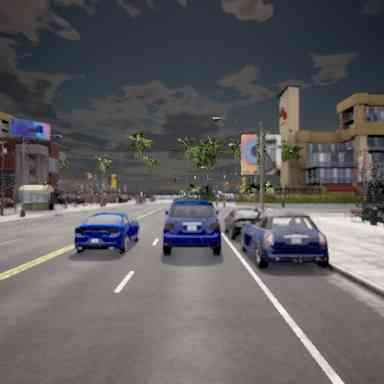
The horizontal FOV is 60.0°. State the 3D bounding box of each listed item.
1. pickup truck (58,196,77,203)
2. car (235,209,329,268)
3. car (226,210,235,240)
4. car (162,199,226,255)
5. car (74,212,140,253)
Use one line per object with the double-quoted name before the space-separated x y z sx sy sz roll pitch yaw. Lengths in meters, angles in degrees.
"pickup truck" -28.604 1.824 78.742 6.274 2.098 2.390 0 -1 0
"car" 3.040 1.466 11.851 2.185 1.767 4.553 0 -1 0
"car" 2.900 1.651 18.275 2.097 1.535 5.008 0 -1 0
"car" 0.001 1.348 14.032 2.150 2.045 5.566 0 0 0
"car" -3.493 1.613 14.465 1.882 1.535 5.008 0 0 0
